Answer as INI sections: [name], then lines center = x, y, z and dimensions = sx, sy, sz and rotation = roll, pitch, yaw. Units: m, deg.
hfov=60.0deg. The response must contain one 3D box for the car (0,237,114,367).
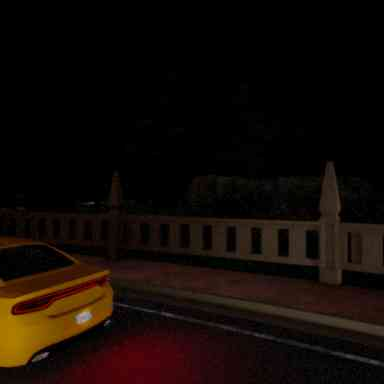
[car]
center = -3.626, 1.501, 5.516
dimensions = 5.008, 1.535, 1.882
rotation = 0, 0, 27
